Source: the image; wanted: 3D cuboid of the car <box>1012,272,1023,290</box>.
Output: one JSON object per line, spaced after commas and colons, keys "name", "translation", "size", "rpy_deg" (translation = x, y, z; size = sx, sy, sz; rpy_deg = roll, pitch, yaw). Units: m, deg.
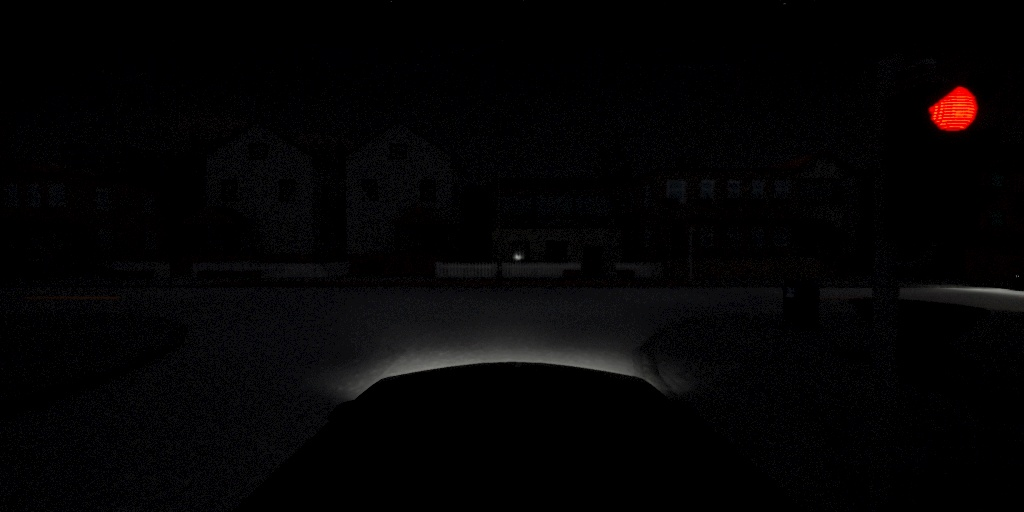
{"name": "car", "translation": [26.579, 0.956, 16.747], "size": [4.674, 1.442, 1.812], "rpy_deg": [0, 1, 0]}
